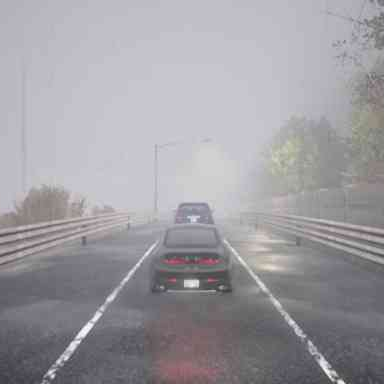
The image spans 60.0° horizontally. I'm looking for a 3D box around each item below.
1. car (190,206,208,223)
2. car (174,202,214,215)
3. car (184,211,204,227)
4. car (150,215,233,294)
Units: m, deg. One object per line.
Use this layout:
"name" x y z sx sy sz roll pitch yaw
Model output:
"car" 0.865 2.994 44.542 2.150 2.045 5.566 0 -3 0
"car" 0.100 1.617 19.534 2.150 2.045 5.566 0 -2 0
"car" 0.238 2.558 32.290 1.812 1.442 4.674 0 -4 2
"car" -0.009 1.601 9.012 1.837 1.490 4.892 0 -1 0
